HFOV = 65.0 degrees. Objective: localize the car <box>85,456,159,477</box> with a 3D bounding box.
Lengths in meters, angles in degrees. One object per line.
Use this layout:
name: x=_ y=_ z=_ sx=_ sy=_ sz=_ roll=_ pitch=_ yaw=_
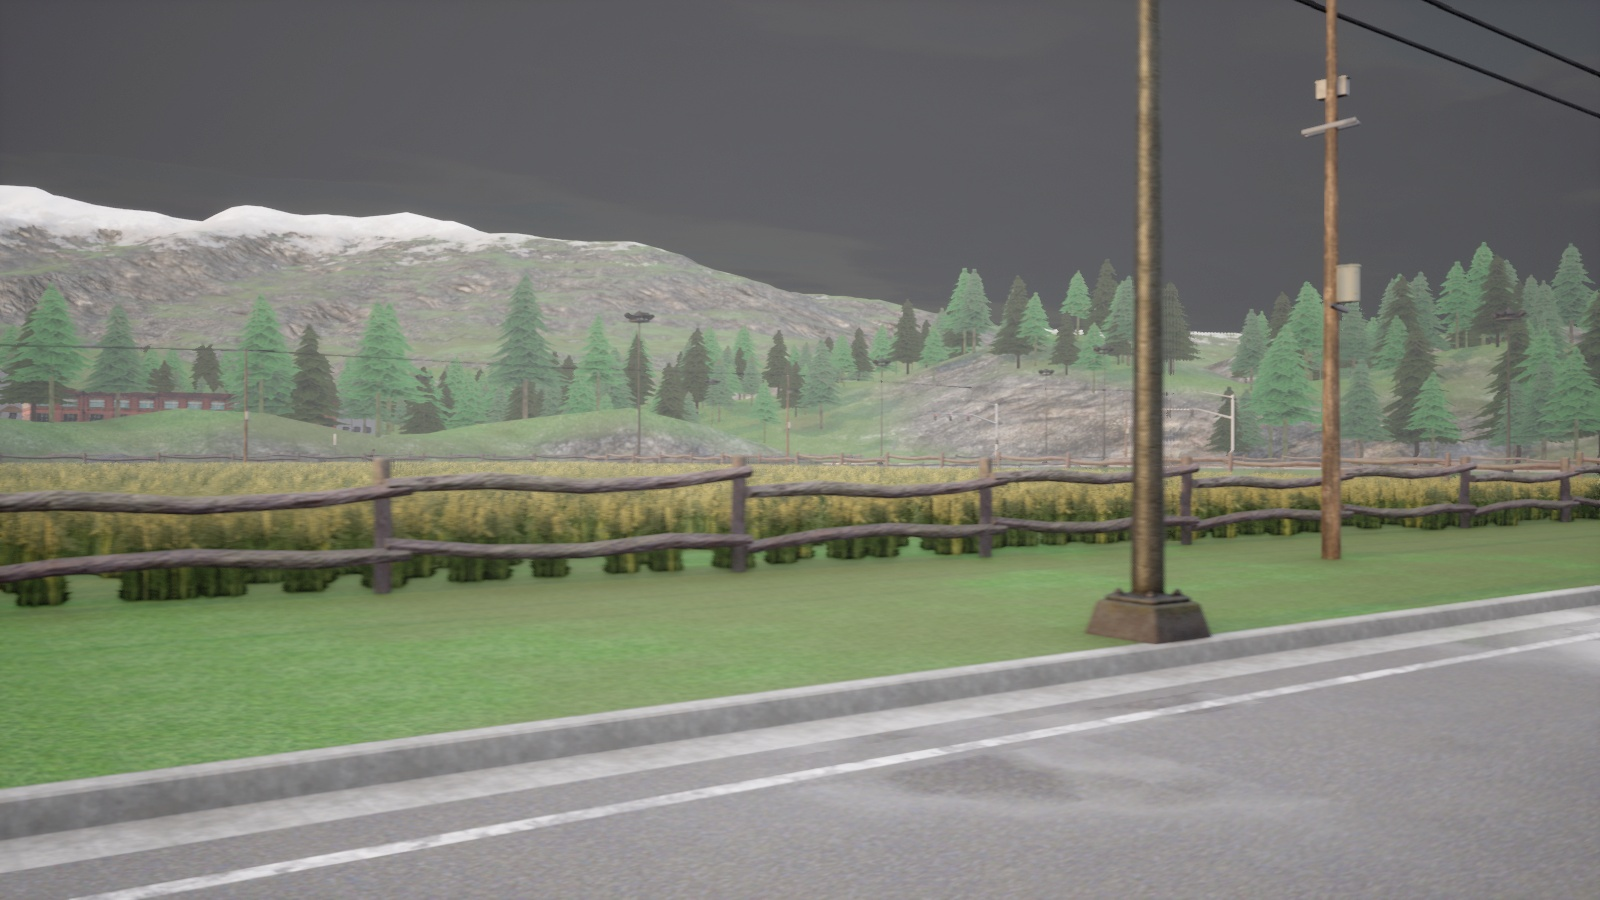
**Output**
car: x=-45.932 y=1.114 z=85.075 sx=4.181 sy=1.385 sz=1.994 roll=0 pitch=0 yaw=-35
